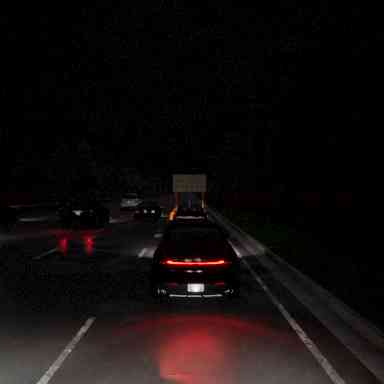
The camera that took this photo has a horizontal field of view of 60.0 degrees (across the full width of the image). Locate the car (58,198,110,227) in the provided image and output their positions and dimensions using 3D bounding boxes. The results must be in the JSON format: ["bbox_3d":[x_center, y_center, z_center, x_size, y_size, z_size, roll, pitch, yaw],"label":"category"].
[{"bbox_3d":[-7.055,1.352,22.652,2.097,1.767,4.553,0,0,0],"label":"car"}]

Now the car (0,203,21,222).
[{"bbox_3d":[-14.063,1.504,23.713,1.837,1.490,4.892,0,0,0],"label":"car"}]

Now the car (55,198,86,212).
[{"bbox_3d":[-14.190,1.502,39.215,1.837,1.490,4.892,0,-1,0],"label":"car"}]

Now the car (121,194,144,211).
[{"bbox_3d":[-7.202,1.222,40.634,2.150,2.045,5.566,0,0,0],"label":"car"}]

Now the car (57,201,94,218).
[{"bbox_3d":[-10.621,1.565,30.634,1.994,1.385,4.181,0,0,0],"label":"car"}]

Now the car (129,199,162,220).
[{"bbox_3d":[-3.602,1.547,27.901,2.033,1.411,5.357,0,0,0],"label":"car"}]

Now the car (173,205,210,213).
[{"bbox_3d":[-0.049,1.488,18.893,2.128,1.511,4.902,0,0,1],"label":"car"}]

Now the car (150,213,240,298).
[{"bbox_3d":[0.053,1.505,8.506,1.837,1.490,4.892,0,0,0],"label":"car"}]

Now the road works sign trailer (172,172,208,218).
[{"bbox_3d":[-0.171,0.464,22.763,2.380,3.560,2.880,0,0,-3],"label":"road works sign trailer"}]
